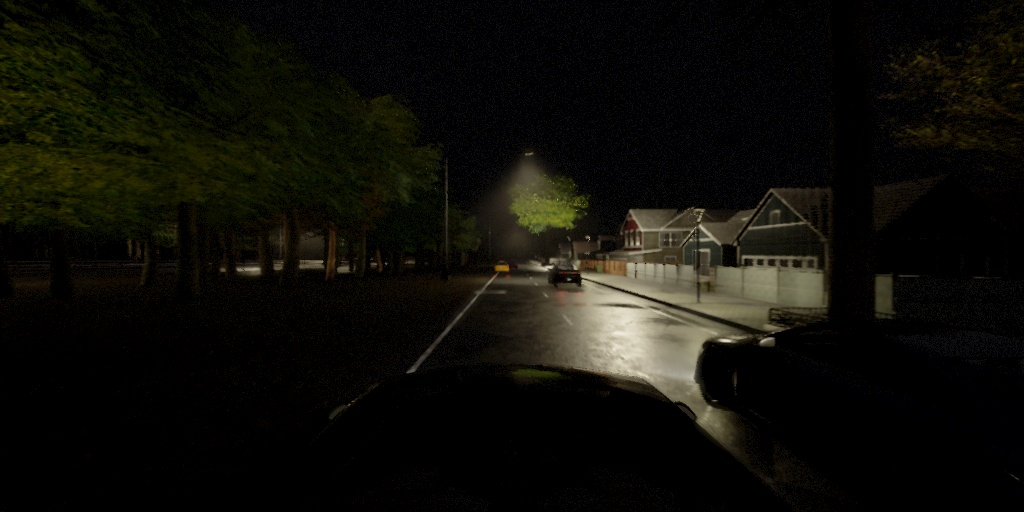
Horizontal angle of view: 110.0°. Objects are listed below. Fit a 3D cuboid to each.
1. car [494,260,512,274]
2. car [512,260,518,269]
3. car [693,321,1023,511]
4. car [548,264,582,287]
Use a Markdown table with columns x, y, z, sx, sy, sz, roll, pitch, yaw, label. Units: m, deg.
| x | y | z | sx | sy | sz | roll | pitch | yaw | label |
| --- | --- | --- | --- | --- | --- | --- | --- | --- | --- |
| -1.223 | 1.305 | 43.028 | 1.801 | 1.575 | 5.366 | 0 | 0 | 0 | car |
| 0.004 | 1.501 | 61.443 | 1.994 | 1.385 | 4.181 | 0 | 0 | 0 | car |
| 3.601 | 1.315 | 3.476 | 1.994 | 1.385 | 4.181 | 0 | 0 | 0 | car |
| 3.601 | 1.282 | 24.895 | 2.128 | 1.511 | 4.902 | 0 | 0 | 0 | car |
